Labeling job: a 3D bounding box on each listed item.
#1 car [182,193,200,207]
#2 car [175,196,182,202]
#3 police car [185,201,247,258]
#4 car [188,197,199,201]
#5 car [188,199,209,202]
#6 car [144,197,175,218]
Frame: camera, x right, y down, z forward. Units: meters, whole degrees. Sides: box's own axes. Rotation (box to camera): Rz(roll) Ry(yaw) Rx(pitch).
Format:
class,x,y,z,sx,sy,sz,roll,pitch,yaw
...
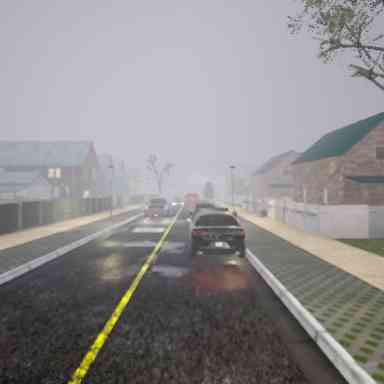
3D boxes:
class,x,y,z,sx,sy,sz,roll,pitch,yaw
car,0.014,1.105,47.837,2.150,2.045,5.566,0,0,0
car,-2.742,1.469,68.714,1.895,1.301,4.718,0,0,0
police car,0.827,1.378,12.700,1.930,1.638,5.238,0,0,0
car,0.828,1.416,28.592,1.837,1.490,4.892,0,0,0
car,0.828,1.430,22.592,1.837,1.490,4.892,0,0,0
car,-2.842,1.263,28.450,2.097,1.767,4.553,0,0,0
